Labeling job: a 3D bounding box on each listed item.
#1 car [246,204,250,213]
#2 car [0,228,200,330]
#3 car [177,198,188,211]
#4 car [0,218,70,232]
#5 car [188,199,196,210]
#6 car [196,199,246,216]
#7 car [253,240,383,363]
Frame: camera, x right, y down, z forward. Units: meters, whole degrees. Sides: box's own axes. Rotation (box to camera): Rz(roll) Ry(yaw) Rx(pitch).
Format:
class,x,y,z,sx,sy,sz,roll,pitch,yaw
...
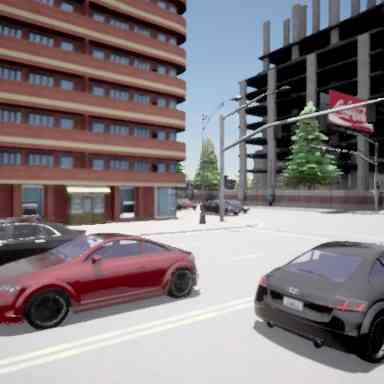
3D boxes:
class,x,y,z,sx,sy,sz,roll,pitch,yaw
car,4.384,1.585,37.469,2.128,1.511,4.902,0,0,-36
car,-1.890,1.572,6.943,4.181,1.385,1.994,0,0,-36
car,-3.315,1.300,42.156,2.150,2.045,5.566,0,0,-37
car,-5.225,1.506,8.864,4.892,1.490,1.837,0,0,-36
car,-1.120,1.617,45.100,1.812,1.442,4.674,0,0,-36
car,2.846,1.585,33.623,1.837,1.490,4.892,0,0,-36
car,3.093,1.586,5.961,4.181,1.385,1.994,0,0,-35
